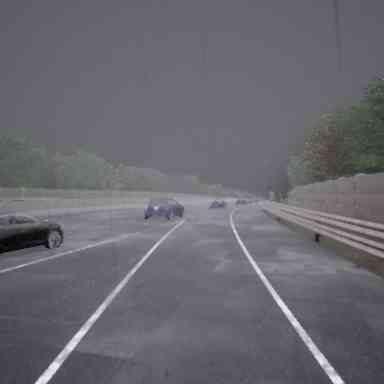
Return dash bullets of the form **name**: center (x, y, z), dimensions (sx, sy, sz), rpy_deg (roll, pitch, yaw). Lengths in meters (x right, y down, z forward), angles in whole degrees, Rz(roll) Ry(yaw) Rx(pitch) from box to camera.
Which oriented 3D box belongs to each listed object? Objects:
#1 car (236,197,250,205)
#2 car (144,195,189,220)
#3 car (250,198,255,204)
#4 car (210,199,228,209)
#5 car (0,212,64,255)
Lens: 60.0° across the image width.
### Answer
- **car**: center (11.106, 1.932, 73.905), dimensions (2.097, 1.767, 4.553), rpy_deg (0, -1, 16)
- **car**: center (-2.081, 1.243, 26.597), dimensions (2.097, 1.767, 4.553), rpy_deg (0, 0, 16)
- **car**: center (14.497, 2.311, 86.071), dimensions (1.994, 1.385, 4.181), rpy_deg (0, -1, 16)
- **car**: center (3.900, 1.711, 48.050), dimensions (1.812, 1.442, 4.674), rpy_deg (0, -1, 16)
- **car**: center (-6.378, 1.405, 11.214), dimensions (2.128, 1.511, 4.902), rpy_deg (-1, 0, 16)
